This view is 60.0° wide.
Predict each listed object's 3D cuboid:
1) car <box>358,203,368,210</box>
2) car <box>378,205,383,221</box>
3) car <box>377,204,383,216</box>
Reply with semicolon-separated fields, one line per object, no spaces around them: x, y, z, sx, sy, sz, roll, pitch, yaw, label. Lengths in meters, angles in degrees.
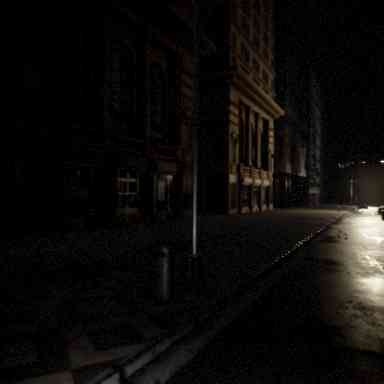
34.618;2.870;67.396;2.033;1.411;5.357;1;-1;28;car
21.227;2.243;35.338;2.128;1.511;4.902;1;-1;28;car
27.050;2.518;46.496;2.033;1.411;5.357;1;-1;28;car
